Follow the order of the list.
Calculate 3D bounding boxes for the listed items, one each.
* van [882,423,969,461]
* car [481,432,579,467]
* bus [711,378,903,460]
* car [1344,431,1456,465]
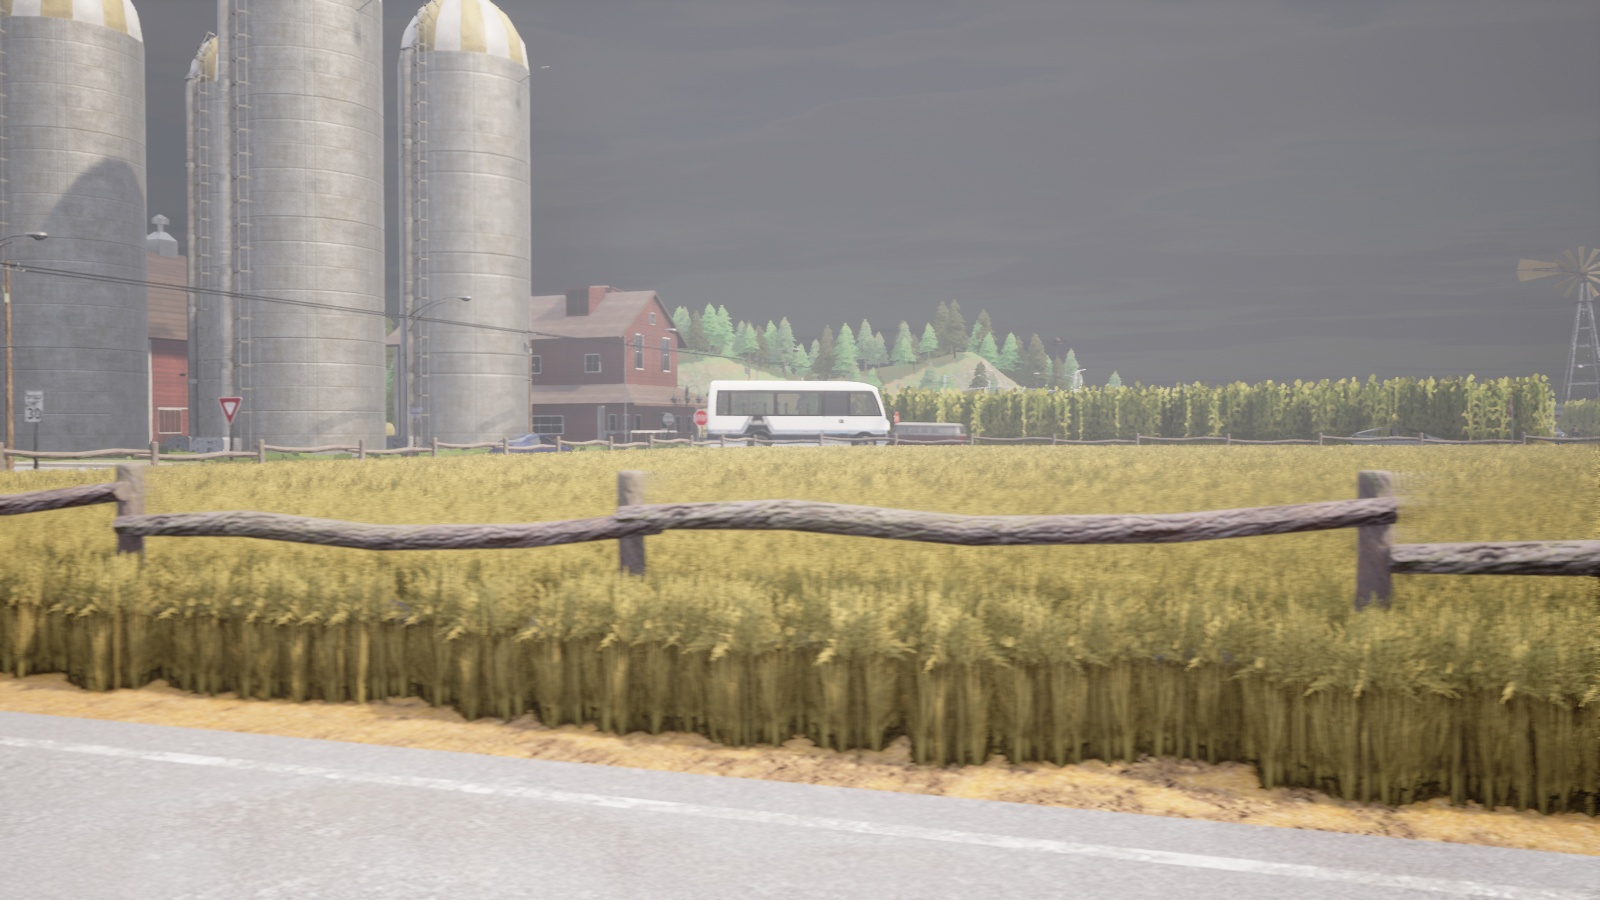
[{"bbox_3d":[6.916,-0.461,69.276,4.442,1.987,1.775,2,1,22],"label":"van"},{"bbox_3d":[-11.485,-0.054,53.718,1.812,1.442,4.674,1,1,22],"label":"car"},{"bbox_3d":[0.337,-1.691,69.283,10.273,4.253,3.944,1,1,-2],"label":"bus"},{"bbox_3d":[27.479,-0.123,57.635,4.514,1.525,2.007,0,1,22],"label":"car"}]
